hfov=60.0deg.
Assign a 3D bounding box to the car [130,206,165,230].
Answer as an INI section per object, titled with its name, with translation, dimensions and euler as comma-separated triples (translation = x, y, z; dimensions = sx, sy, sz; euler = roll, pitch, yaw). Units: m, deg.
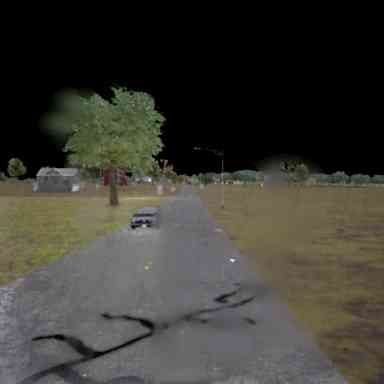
[car]
translation = -2.854, 1.640, 22.440
dimensions = 2.033, 1.411, 5.357
euler = 0, 0, 0
